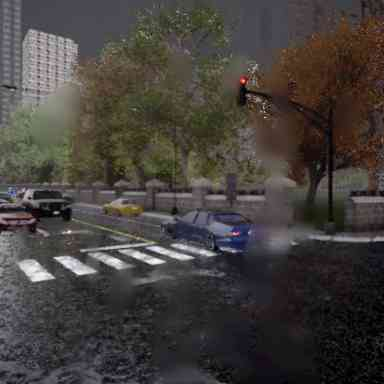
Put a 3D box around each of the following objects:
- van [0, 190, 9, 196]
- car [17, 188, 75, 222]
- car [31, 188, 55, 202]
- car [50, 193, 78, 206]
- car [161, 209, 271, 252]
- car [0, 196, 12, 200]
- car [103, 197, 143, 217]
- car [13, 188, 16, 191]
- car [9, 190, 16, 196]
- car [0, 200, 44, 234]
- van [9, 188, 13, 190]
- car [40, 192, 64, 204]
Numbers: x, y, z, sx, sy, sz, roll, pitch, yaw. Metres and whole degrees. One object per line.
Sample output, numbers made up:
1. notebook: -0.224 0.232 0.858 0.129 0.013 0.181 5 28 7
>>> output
1. van: -15.428 0.813 25.438 1.690 1.788 3.998 1 0 -36
2. car: -9.626 0.810 21.837 2.150 2.045 5.566 0 1 -36
3. car: -21.675 0.413 48.275 2.192 1.841 5.009 1 0 -36
4. car: -15.167 0.843 39.318 2.008 1.369 4.403 1 0 -36
5. car: 0.674 1.370 13.225 2.033 1.411 5.357 0 1 -32
6. car: -12.177 1.152 20.960 1.802 1.307 4.206 1 0 -36
7. car: -5.496 1.109 26.022 1.752 1.417 4.829 1 0 -36
8. car: -31.452 0.360 61.708 2.008 1.369 4.403 1 0 -36
9. car: -23.469 0.737 40.958 1.994 1.385 4.181 0 1 -35
10. car: -8.921 1.251 16.483 1.802 1.307 4.206 1 0 -36
11. van: -37.960 -0.042 70.664 1.690 1.788 3.998 1 0 -36
12. car: -18.425 0.761 43.797 1.947 1.339 4.313 1 0 -36
